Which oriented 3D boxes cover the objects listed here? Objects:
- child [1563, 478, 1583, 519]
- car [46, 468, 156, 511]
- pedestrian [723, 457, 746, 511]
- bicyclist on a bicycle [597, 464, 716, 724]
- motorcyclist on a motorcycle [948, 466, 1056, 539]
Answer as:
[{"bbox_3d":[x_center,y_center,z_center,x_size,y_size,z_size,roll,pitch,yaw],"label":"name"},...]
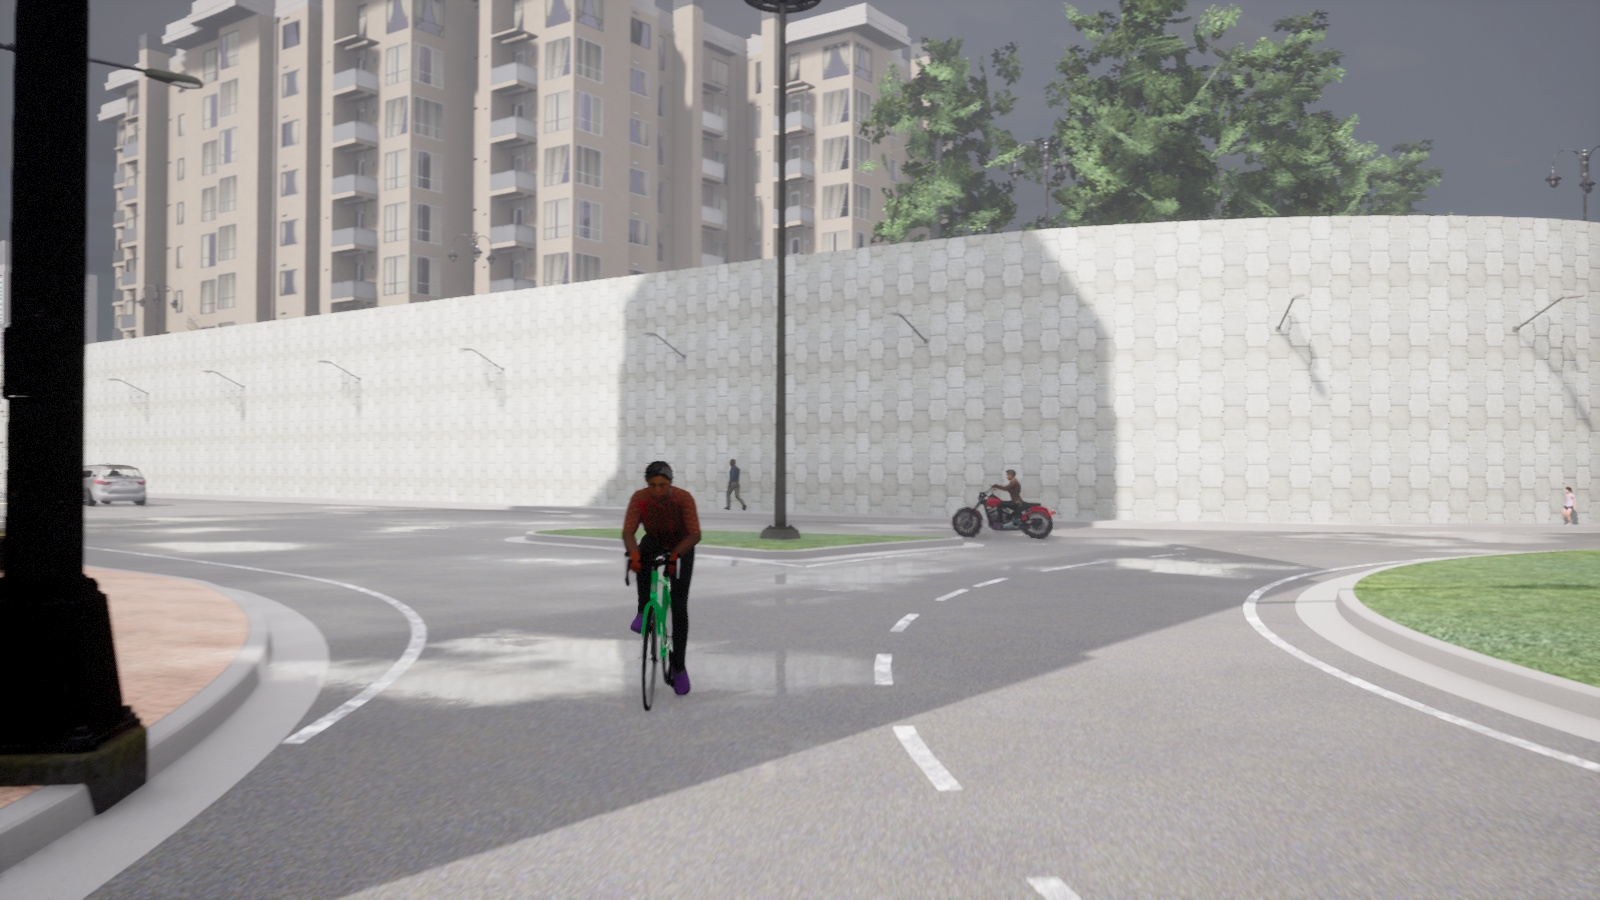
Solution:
[{"bbox_3d":[21.175,1.319,34.395,0.394,1.110,0.255,0,-1,-9],"label":"child"},{"bbox_3d":[-28.413,1.567,51.012,4.611,1.667,2.242,-1,-1,37],"label":"car"},{"bbox_3d":[-2.223,1.154,42.715,0.726,1.835,0.370,-1,-1,36],"label":"pedestrian"},{"bbox_3d":[-0.949,0.907,8.669,0.582,1.620,1.656,0,-1,2],"label":"bicyclist on a bicycle"},{"bbox_3d":[4.652,1.207,28.961,2.350,1.649,0.766,-1,-1,19],"label":"motorcyclist on a motorcycle"}]
